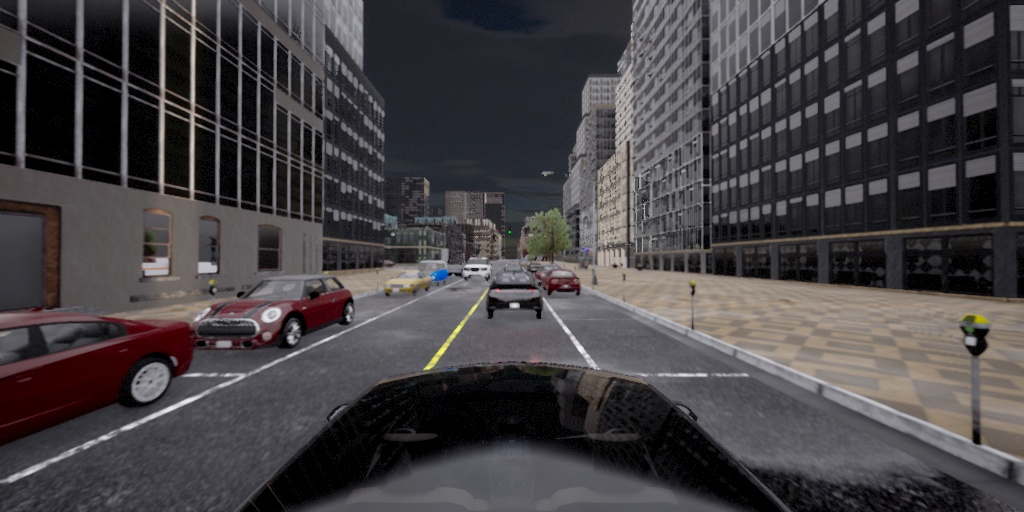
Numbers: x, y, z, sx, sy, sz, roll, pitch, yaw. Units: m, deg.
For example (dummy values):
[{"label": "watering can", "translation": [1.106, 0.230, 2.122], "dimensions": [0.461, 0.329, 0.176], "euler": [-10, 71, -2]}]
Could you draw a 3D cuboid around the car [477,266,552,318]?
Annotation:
[{"label": "car", "translation": [0.086, 1.301, 13.319], "dimensions": [2.128, 1.511, 4.902], "euler": [0, 0, 0]}]

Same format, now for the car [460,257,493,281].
[{"label": "car", "translation": [-3.090, 1.130, 32.720], "dimensions": [2.150, 2.045, 5.566], "euler": [0, 0, 0]}]

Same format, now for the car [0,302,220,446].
[{"label": "car", "translation": [-5.690, 1.304, 3.533], "dimensions": [1.888, 1.381, 4.507], "euler": [0, 0, 0]}]

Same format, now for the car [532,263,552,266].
[{"label": "car", "translation": [2.694, 1.312, 25.689], "dimensions": [1.967, 1.591, 4.097], "euler": [0, 0, 0]}]

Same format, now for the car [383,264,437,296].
[{"label": "car", "translation": [-5.688, 1.369, 19.981], "dimensions": [1.751, 1.417, 4.829], "euler": [0, 0, 0]}]

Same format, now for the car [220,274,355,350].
[{"label": "car", "translation": [-5.689, 1.227, 9.073], "dimensions": [1.967, 1.591, 4.097], "euler": [0, 0, 0]}]

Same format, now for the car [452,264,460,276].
[{"label": "car", "translation": [-5.685, 1.494, 36.768], "dimensions": [1.948, 1.339, 4.313], "euler": [0, 0, 0]}]

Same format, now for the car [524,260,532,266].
[{"label": "car", "translation": [2.696, 1.523, 42.307], "dimensions": [1.948, 1.339, 4.313], "euler": [0, 0, 0]}]

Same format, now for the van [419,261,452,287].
[{"label": "van", "translation": [-5.686, 1.213, 25.690], "dimensions": [1.690, 1.789, 3.998], "euler": [0, 0, 0]}]

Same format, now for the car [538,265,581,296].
[{"label": "car", "translation": [2.693, 1.389, 20.150], "dimensions": [1.888, 1.381, 4.507], "euler": [0, 0, 0]}]

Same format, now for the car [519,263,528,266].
[{"label": "car", "translation": [0.096, 1.496, 30.163], "dimensions": [1.895, 1.301, 4.718], "euler": [0, 0, 0]}]
